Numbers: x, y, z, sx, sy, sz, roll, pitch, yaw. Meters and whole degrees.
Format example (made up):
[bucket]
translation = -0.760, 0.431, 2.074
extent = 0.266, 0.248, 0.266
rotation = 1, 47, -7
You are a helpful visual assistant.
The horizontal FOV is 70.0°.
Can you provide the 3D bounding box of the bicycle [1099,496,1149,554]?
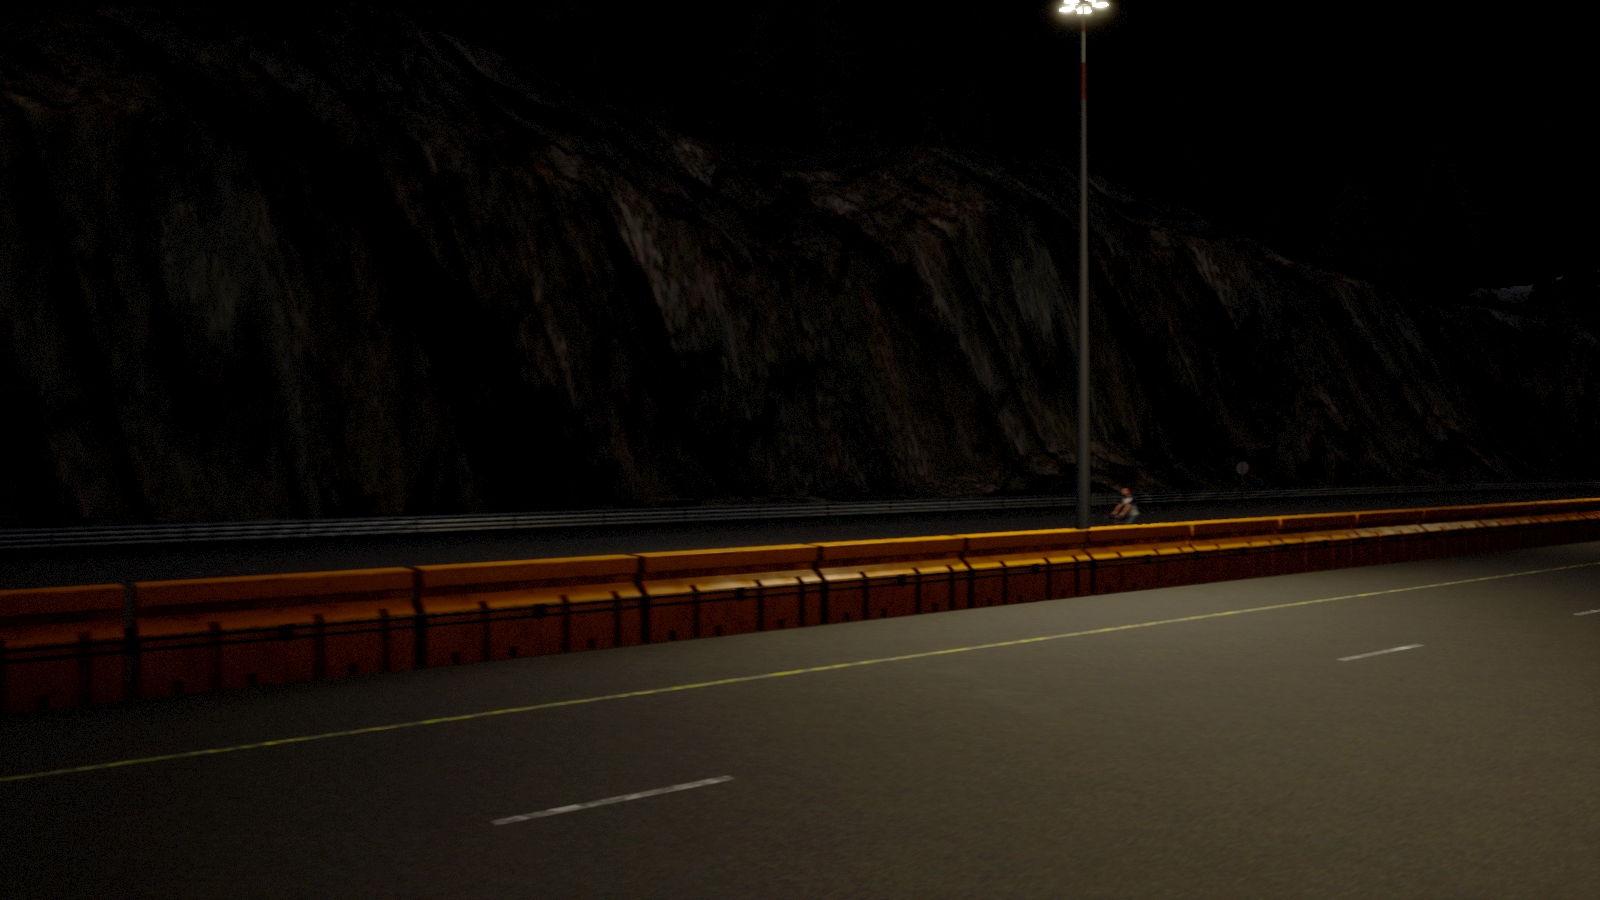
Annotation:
[bicycle]
translation = 8.907, 2.047, 31.407
extent = 1.643, 1.514, 0.373
rotation = 0, 0, -35
